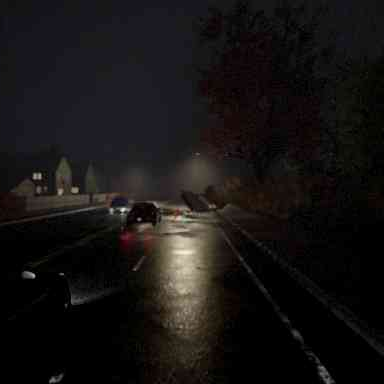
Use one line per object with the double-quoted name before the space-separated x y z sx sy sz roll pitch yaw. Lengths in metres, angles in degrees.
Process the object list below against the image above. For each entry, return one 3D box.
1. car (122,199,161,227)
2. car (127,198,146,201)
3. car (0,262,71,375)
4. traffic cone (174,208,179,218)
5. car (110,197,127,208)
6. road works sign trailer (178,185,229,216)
"car" -3.147 1.451 22.209 1.812 1.442 4.674 0 0 0
"car" -6.591 1.453 42.373 1.895 1.301 4.718 0 0 0
"car" -3.149 1.550 4.282 1.994 1.385 4.181 0 0 0
"traffic cone" -1.380 1.863 27.356 0.340 0.580 0.340 0 0 0
"car" -9.832 1.365 45.324 1.812 1.442 4.674 0 0 0
"road works sign trailer" 0.705 0.997 28.477 3.560 2.880 2.380 5 40 -50
